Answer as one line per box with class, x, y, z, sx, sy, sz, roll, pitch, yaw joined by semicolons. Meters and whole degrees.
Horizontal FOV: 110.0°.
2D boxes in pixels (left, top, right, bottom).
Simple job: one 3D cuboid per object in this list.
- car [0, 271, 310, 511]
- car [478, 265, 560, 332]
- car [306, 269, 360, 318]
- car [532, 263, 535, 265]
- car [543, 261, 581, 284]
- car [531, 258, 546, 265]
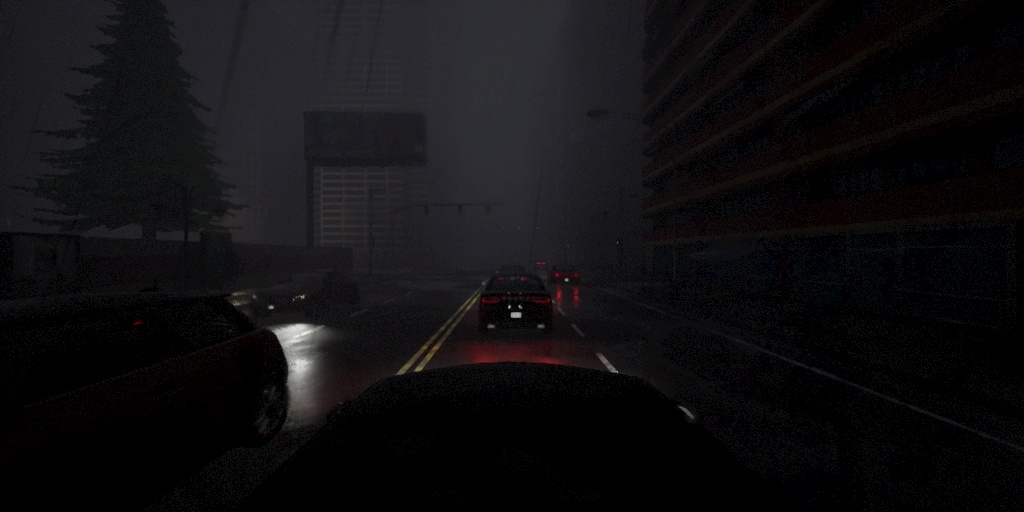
car;-3.596;1.103;2.192;2.097;1.767;4.553;0;0;0
car;0.088;1.187;10.686;1.882;1.535;5.008;0;0;0
car;-7.095;1.225;12.905;1.812;1.442;4.674;0;0;0
car;0.033;1.210;21.154;2.033;1.411;5.357;0;0;0
car;3.551;1.244;25.411;1.895;1.301;4.718;0;0;0
car;3.541;1.056;45.612;1.837;1.490;4.892;0;0;0
